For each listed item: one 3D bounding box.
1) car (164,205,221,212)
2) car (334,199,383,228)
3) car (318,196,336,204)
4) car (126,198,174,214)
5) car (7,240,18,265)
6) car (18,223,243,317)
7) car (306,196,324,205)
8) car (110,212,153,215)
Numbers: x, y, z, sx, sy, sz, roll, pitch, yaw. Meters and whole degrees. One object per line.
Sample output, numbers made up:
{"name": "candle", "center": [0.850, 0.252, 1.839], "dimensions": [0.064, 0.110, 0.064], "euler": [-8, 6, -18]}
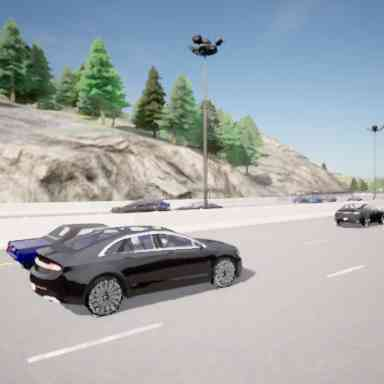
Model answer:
{"name": "car", "center": [0.418, 1.515, 26.869], "dimensions": [4.902, 1.511, 2.128], "euler": [0, 0, -41]}
{"name": "car", "center": [11.358, 1.486, 22.333], "dimensions": [4.902, 1.511, 2.128], "euler": [0, 0, -42]}
{"name": "car", "center": [23.632, 1.490, 57.075], "dimensions": [2.128, 1.511, 4.902], "euler": [0, 0, 37]}
{"name": "car", "center": [-4.556, 1.520, 36.482], "dimensions": [5.008, 1.535, 1.882], "euler": [0, 0, -42]}
{"name": "car", "center": [-2.962, 1.617, 10.367], "dimensions": [4.718, 1.301, 1.895], "euler": [0, 0, -37]}
{"name": "car", "center": [-0.960, 1.501, 7.525], "dimensions": [4.902, 1.511, 2.128], "euler": [0, 0, -37]}
{"name": "car", "center": [23.055, 1.481, 62.154], "dimensions": [1.882, 1.535, 5.008], "euler": [0, 0, 36]}
{"name": "car", "center": [-4.322, 1.539, 27.426], "dimensions": [4.892, 1.490, 1.837], "euler": [0, 0, -40]}
